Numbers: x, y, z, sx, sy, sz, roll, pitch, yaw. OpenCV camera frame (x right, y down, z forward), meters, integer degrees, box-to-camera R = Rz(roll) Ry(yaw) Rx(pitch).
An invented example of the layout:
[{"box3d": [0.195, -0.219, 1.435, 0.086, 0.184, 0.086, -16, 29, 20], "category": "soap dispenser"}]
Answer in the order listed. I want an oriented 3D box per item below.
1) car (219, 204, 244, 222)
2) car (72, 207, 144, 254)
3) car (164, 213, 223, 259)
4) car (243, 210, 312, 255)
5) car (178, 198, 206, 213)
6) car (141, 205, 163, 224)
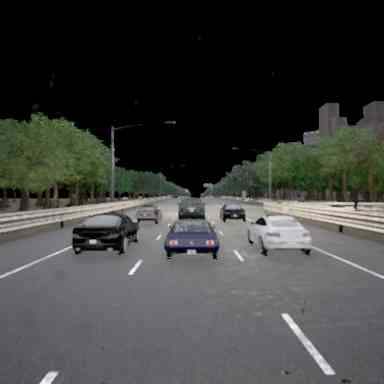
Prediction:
[{"box3d": [3.500, 1.764, 29.224, 1.882, 1.535, 5.008, 0, 0, 0], "category": "car"}, {"box3d": [-3.486, 1.622, 14.232, 1.882, 1.535, 5.008, 0, 0, 0], "category": "car"}, {"box3d": [0.008, 1.736, 13.257, 1.895, 1.301, 4.718, 0, -1, 0], "category": "car"}, {"box3d": [3.512, 1.667, 13.888, 1.812, 1.442, 4.674, 0, 0, 0], "category": "car"}, {"box3d": [-0.014, 1.497, 27.575, 2.150, 2.045, 5.566, 0, 0, 0], "category": "car"}, {"box3d": [-3.514, 1.819, 27.504, 2.033, 1.411, 5.357, 0, 0, 0], "category": "car"}]
